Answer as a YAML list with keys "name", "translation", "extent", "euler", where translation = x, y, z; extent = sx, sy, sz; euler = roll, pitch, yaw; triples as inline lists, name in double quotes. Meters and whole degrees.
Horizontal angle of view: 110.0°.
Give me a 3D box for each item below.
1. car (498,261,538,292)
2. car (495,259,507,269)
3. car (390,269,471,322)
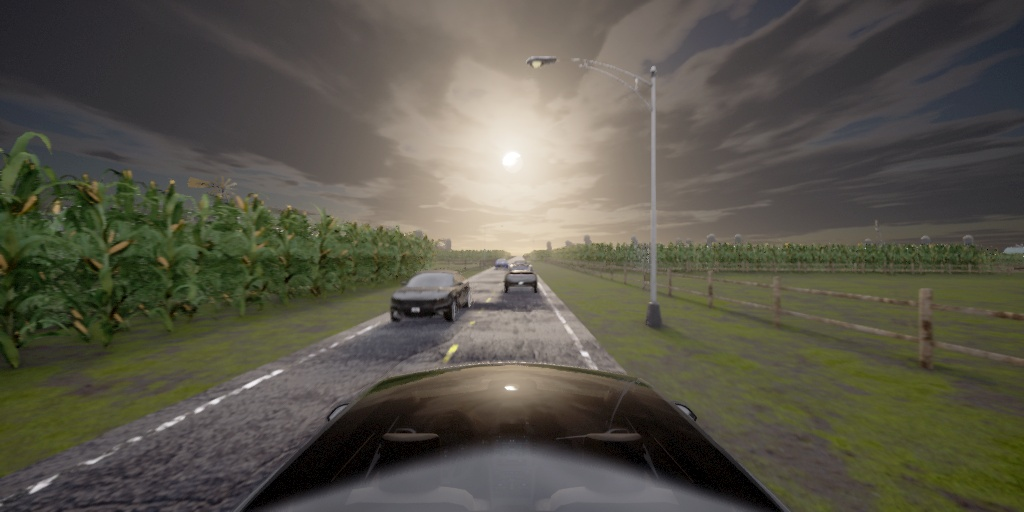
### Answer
- name: "car"
  translation: [0.532, 1.234, 21.321]
  extent: [2.128, 1.511, 4.902]
  euler: [0, 0, 1]
- name: "car"
  translation: [-1.587, 1.193, 54.900]
  extent: [1.882, 1.535, 5.008]
  euler: [0, 0, 2]
- name: "car"
  translation: [-2.624, 1.230, 12.484]
  extent: [1.882, 1.535, 5.008]
  euler: [0, 0, 1]
